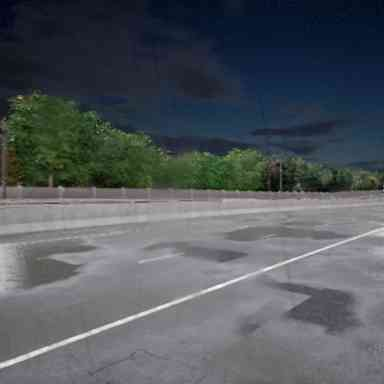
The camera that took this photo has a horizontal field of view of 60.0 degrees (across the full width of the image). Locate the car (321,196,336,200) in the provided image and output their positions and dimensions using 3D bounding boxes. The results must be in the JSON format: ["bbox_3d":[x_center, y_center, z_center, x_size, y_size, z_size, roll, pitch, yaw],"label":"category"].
[{"bbox_3d":[31.436,1.956,76.835,2.150,2.045,5.566,0,-1,42],"label":"car"}]
